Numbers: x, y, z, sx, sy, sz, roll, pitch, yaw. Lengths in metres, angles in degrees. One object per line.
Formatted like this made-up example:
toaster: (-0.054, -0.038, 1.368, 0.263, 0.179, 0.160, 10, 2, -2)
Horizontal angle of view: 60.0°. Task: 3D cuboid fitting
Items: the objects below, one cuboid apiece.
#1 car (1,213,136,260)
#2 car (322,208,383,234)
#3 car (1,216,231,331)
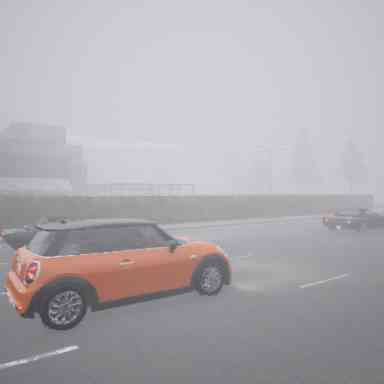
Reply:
car: (-4.795, 1.601, 13.219, 4.718, 1.301, 1.895, 0, 0, -35)
car: (9.706, 1.601, 19.249, 4.718, 1.301, 1.895, 0, 0, -35)
car: (-1.317, 1.352, 7.104, 4.553, 1.767, 2.097, 0, 0, -35)
